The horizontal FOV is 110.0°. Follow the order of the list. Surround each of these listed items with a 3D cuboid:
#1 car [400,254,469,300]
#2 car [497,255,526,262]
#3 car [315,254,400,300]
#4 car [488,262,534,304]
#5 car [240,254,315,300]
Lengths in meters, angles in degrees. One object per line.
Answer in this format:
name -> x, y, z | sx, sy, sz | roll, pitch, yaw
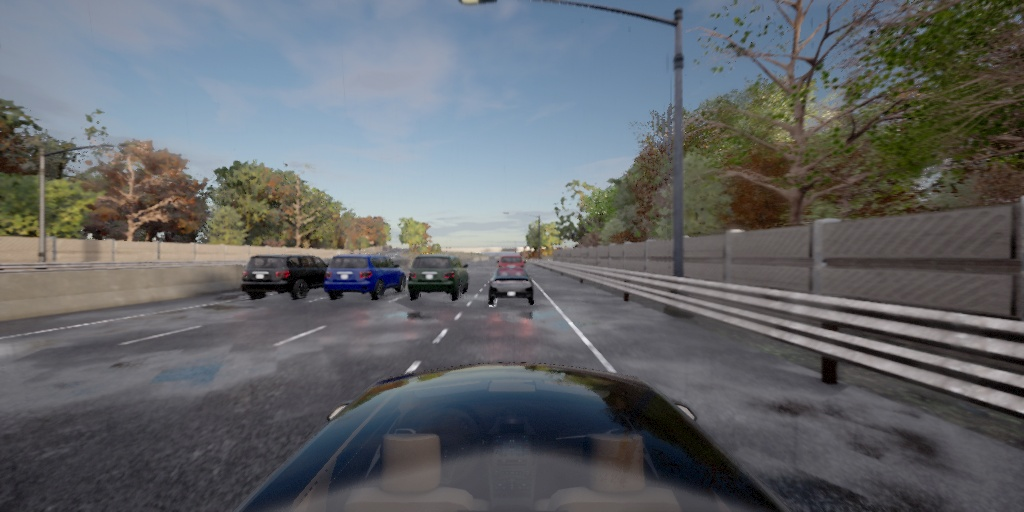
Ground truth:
car -> -3.435, 0.948, 17.582 | 2.150, 2.045, 5.566 | 0, 0, 0
car -> -0.056, 0.944, 28.828 | 2.150, 2.045, 5.566 | 0, 0, 0
car -> -6.935, 0.943, 17.513 | 2.150, 2.045, 5.566 | 0, 0, 0
car -> -0.030, 1.224, 16.127 | 2.128, 1.511, 4.902 | 0, 0, 0
car -> -10.434, 0.938, 17.519 | 2.150, 2.045, 5.566 | 0, 0, 0
